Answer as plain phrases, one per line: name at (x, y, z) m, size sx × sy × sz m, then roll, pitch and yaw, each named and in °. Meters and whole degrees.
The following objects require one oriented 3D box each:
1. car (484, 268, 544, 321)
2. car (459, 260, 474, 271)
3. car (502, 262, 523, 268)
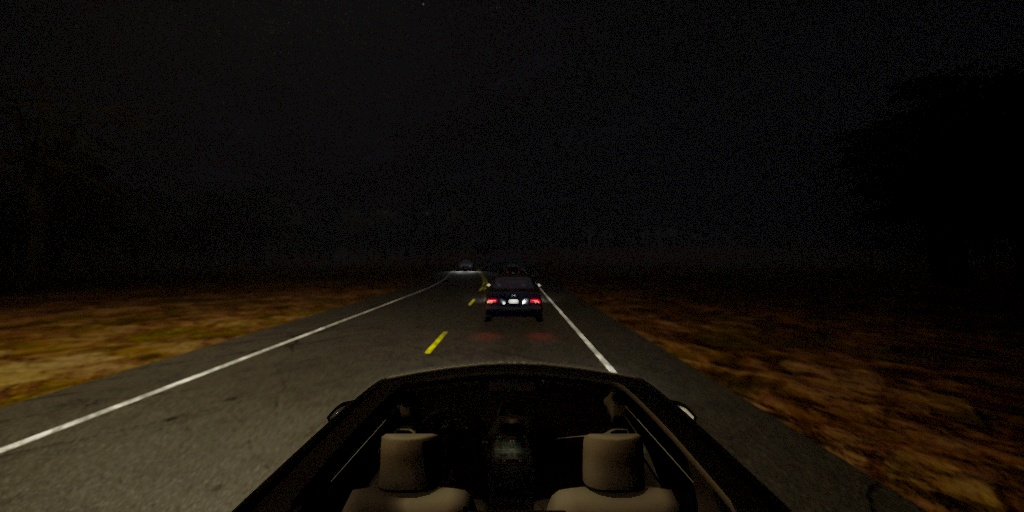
car at (0.061, 1.309, 12.494) m, size 2.033 × 1.411 × 5.357 m, roll 0°, pitch 0°, yaw 0°
car at (-6.281, 1.291, 48.888) m, size 1.812 × 1.442 × 4.674 m, roll 0°, pitch 0°, yaw -6°
car at (0.081, 1.308, 33.576) m, size 1.812 × 1.442 × 4.674 m, roll 0°, pitch 0°, yaw 0°
